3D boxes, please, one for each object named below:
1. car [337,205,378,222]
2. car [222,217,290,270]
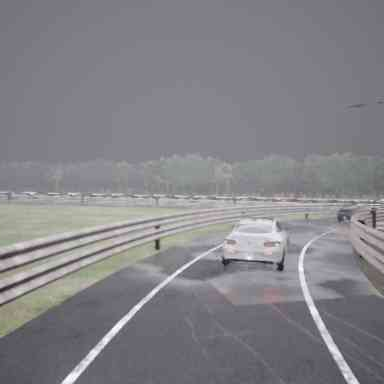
[{"bbox_3d":[14.376,1.898,28.850,4.892,1.490,1.837,2,-1,-40],"label":"car"},{"bbox_3d":[2.275,1.584,11.338,1.812,1.442,4.674,0,0,18],"label":"car"}]
